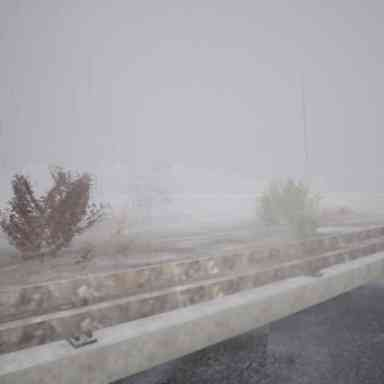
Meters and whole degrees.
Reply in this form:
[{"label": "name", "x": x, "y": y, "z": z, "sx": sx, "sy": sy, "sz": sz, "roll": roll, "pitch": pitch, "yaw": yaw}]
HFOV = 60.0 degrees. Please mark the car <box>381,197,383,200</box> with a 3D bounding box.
[{"label": "car", "x": 43.519, "y": 1.107, "z": 72.797, "sx": 2.033, "sy": 1.411, "sz": 5.357, "roll": 0, "pitch": 0, "yaw": 5}]
